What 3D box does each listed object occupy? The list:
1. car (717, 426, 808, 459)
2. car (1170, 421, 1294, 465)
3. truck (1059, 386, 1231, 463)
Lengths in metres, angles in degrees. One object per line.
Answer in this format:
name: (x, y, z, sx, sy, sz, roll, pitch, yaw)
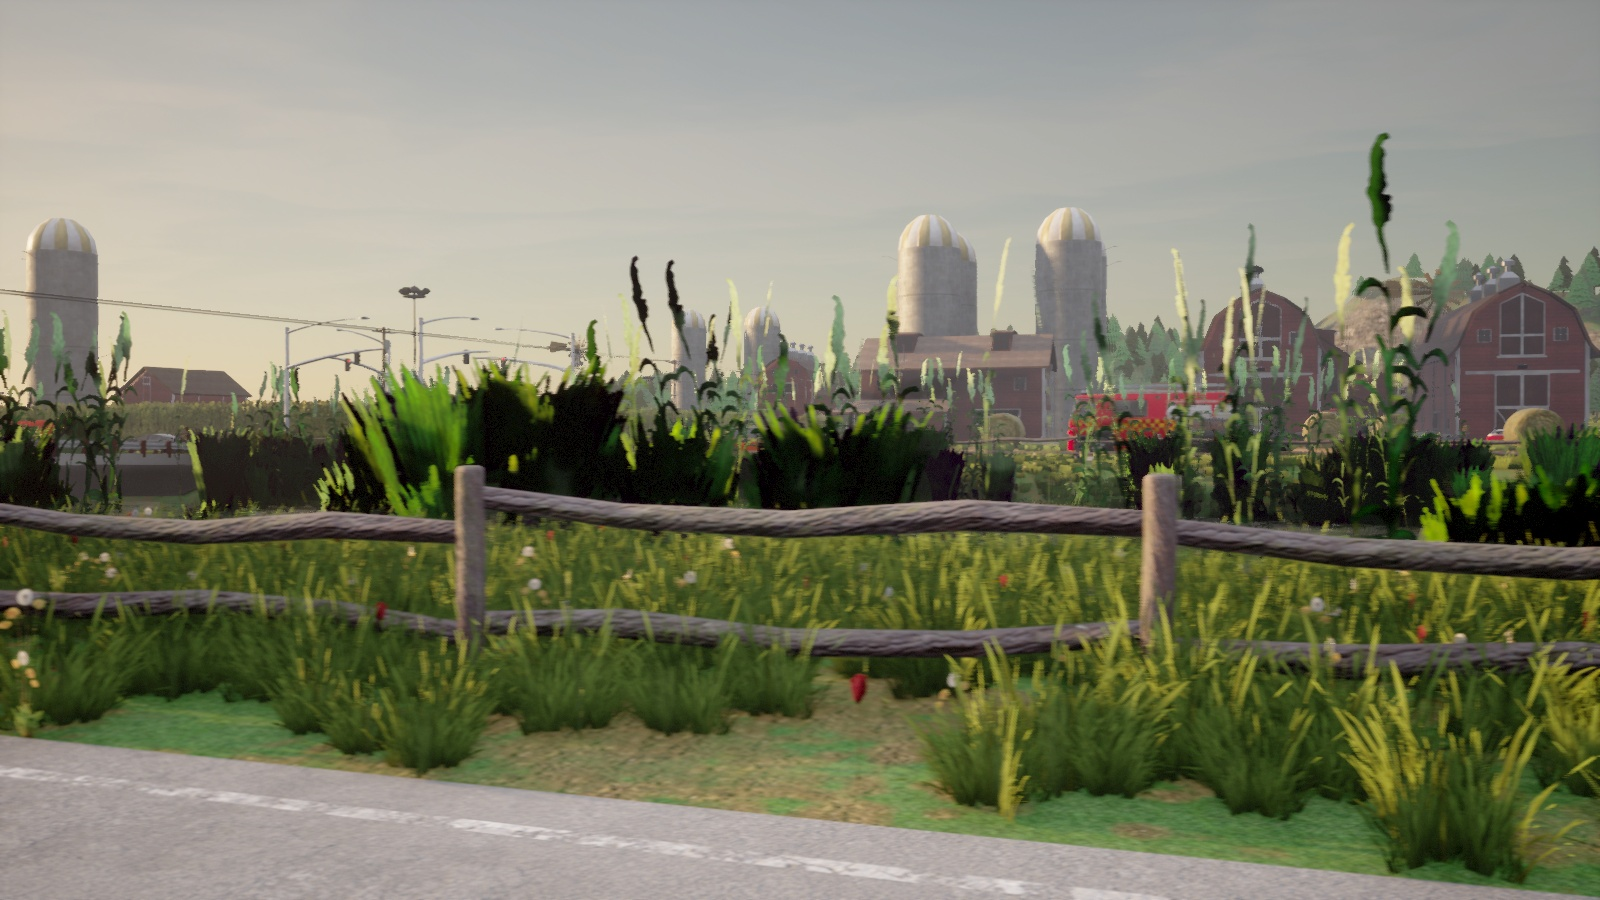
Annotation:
car: (-2.035, -0.450, 69.018, 4.553, 1.767, 2.097, 1, 1, 20)
car: (20.908, -0.373, 60.863, 5.566, 2.045, 2.150, 1, 1, 20)
truck: (18.008, -1.342, 65.593, 8.468, 3.827, 2.891, 1, 1, 19)
